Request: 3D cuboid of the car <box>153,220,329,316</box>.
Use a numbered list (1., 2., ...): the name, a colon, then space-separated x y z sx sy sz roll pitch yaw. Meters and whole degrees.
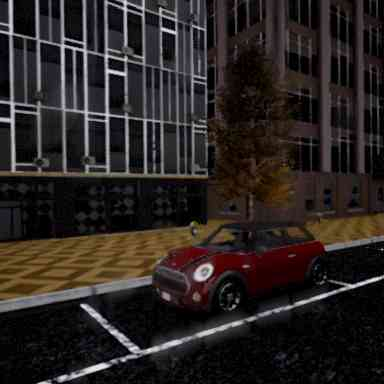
1. car: 1.146 1.410 7.374 4.097 1.590 1.967 0 0 -35
